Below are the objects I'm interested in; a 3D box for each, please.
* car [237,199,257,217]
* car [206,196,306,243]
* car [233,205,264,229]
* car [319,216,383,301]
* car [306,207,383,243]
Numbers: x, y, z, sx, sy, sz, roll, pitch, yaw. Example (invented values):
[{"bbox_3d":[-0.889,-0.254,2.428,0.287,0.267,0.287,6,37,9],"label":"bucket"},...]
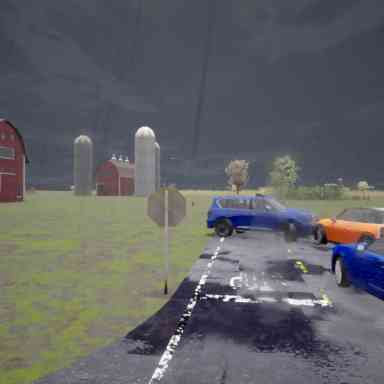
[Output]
[{"bbox_3d":[5.453,1.502,33.022,1.837,1.490,4.892,0,0,9],"label":"car"},{"bbox_3d":[3.390,1.218,16.482,5.566,2.045,2.150,0,0,32],"label":"car"},{"bbox_3d":[3.818,1.601,22.711,1.895,1.301,4.718,0,0,9],"label":"car"},{"bbox_3d":[4.470,1.480,6.311,1.882,1.535,5.008,0,0,-3],"label":"car"},{"bbox_3d":[6.657,1.364,12.896,2.097,1.767,4.553,0,0,-9],"label":"car"}]
